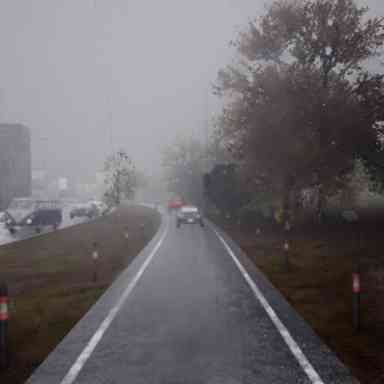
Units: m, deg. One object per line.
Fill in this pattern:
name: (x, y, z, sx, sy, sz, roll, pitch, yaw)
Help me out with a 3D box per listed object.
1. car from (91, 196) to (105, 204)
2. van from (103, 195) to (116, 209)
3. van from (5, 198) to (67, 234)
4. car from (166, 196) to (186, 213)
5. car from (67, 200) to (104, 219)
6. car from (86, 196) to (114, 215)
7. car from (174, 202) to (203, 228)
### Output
car: (-24.040, 2.074, 84.595, 2.435, 2.045, 5.566, 2, -3, -25)
van: (-13.116, 1.578, 52.864, 1.878, 1.987, 4.442, 1, -2, -15)
van: (-9.242, 1.345, 19.634, 1.878, 1.987, 4.442, 0, -1, -2)
car: (-1.933, 1.467, 40.810, 2.150, 2.045, 5.566, 0, 0, -8)
car: (-9.848, 1.689, 30.870, 2.002, 1.452, 4.674, 1, -2, -5)
car: (-10.368, 1.432, 36.410, 2.435, 2.045, 5.566, 1, -2, -9)
car: (-0.220, 1.688, 23.734, 1.812, 1.442, 4.674, 0, 0, -3)
